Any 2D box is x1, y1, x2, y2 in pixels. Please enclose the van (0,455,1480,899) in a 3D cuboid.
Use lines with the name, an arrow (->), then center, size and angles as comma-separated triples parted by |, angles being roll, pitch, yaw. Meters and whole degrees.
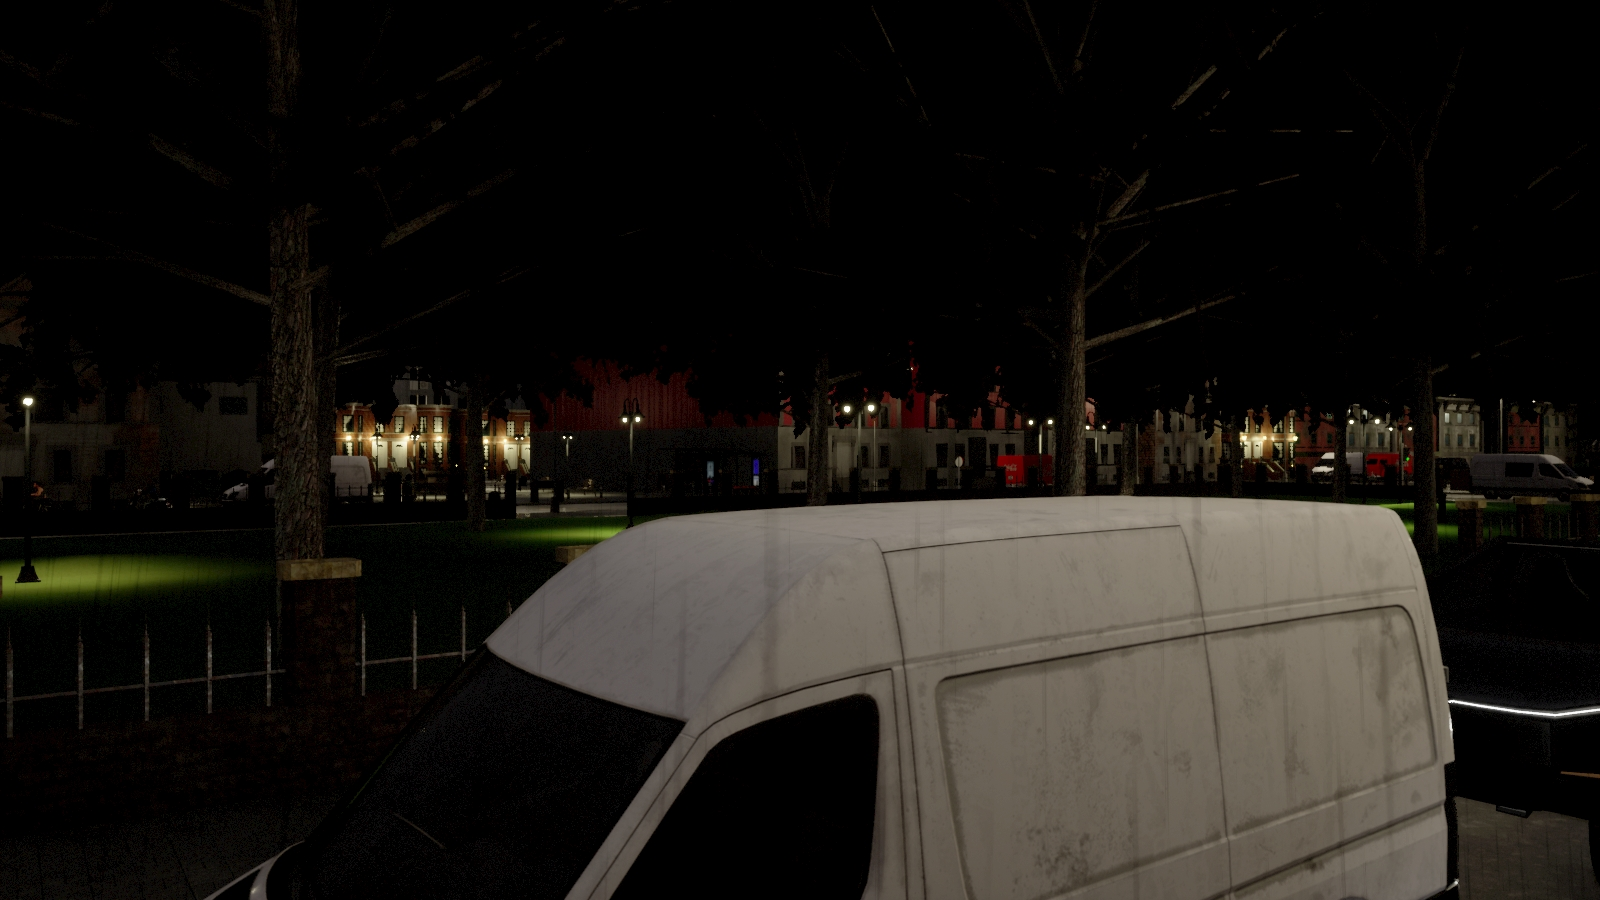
van -> 0.267, 1.313, 4.595 | 5.915, 2.561, 1.988 | 0, 0, -35

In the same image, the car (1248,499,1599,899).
car -> 6.572, 1.529, 8.999 | 6.274, 2.098, 2.390 | 0, 0, -32

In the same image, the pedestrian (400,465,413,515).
pedestrian -> -14.939, 1.519, 43.372 | 0.375, 1.860, 0.375 | 0, 0, -35
